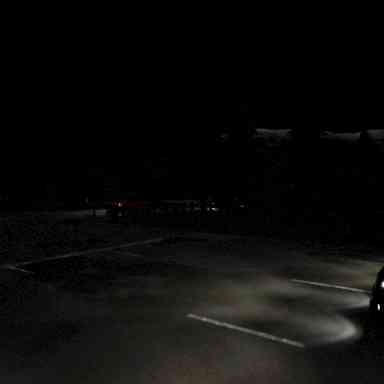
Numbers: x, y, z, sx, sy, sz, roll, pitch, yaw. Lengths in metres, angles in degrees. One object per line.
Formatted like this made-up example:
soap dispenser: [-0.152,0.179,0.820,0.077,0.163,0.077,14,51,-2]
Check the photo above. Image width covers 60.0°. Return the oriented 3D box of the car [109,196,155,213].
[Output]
car: [-6.634,1.257,35.924,2.097,1.767,4.553,0,0,42]

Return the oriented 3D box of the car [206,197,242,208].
car: [4.152,1.423,46.046,4.892,1.490,1.837,0,0,-38]

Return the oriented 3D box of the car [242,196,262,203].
car: [9.221,1.442,53.858,4.674,1.442,1.812,0,0,-32]

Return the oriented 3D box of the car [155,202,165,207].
car: [-5.801,1.493,42.001,4.718,1.301,1.895,0,0,-44]

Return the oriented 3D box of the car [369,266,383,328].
car: [5.064,1.352,4.633,4.553,1.767,2.097,0,0,36]
